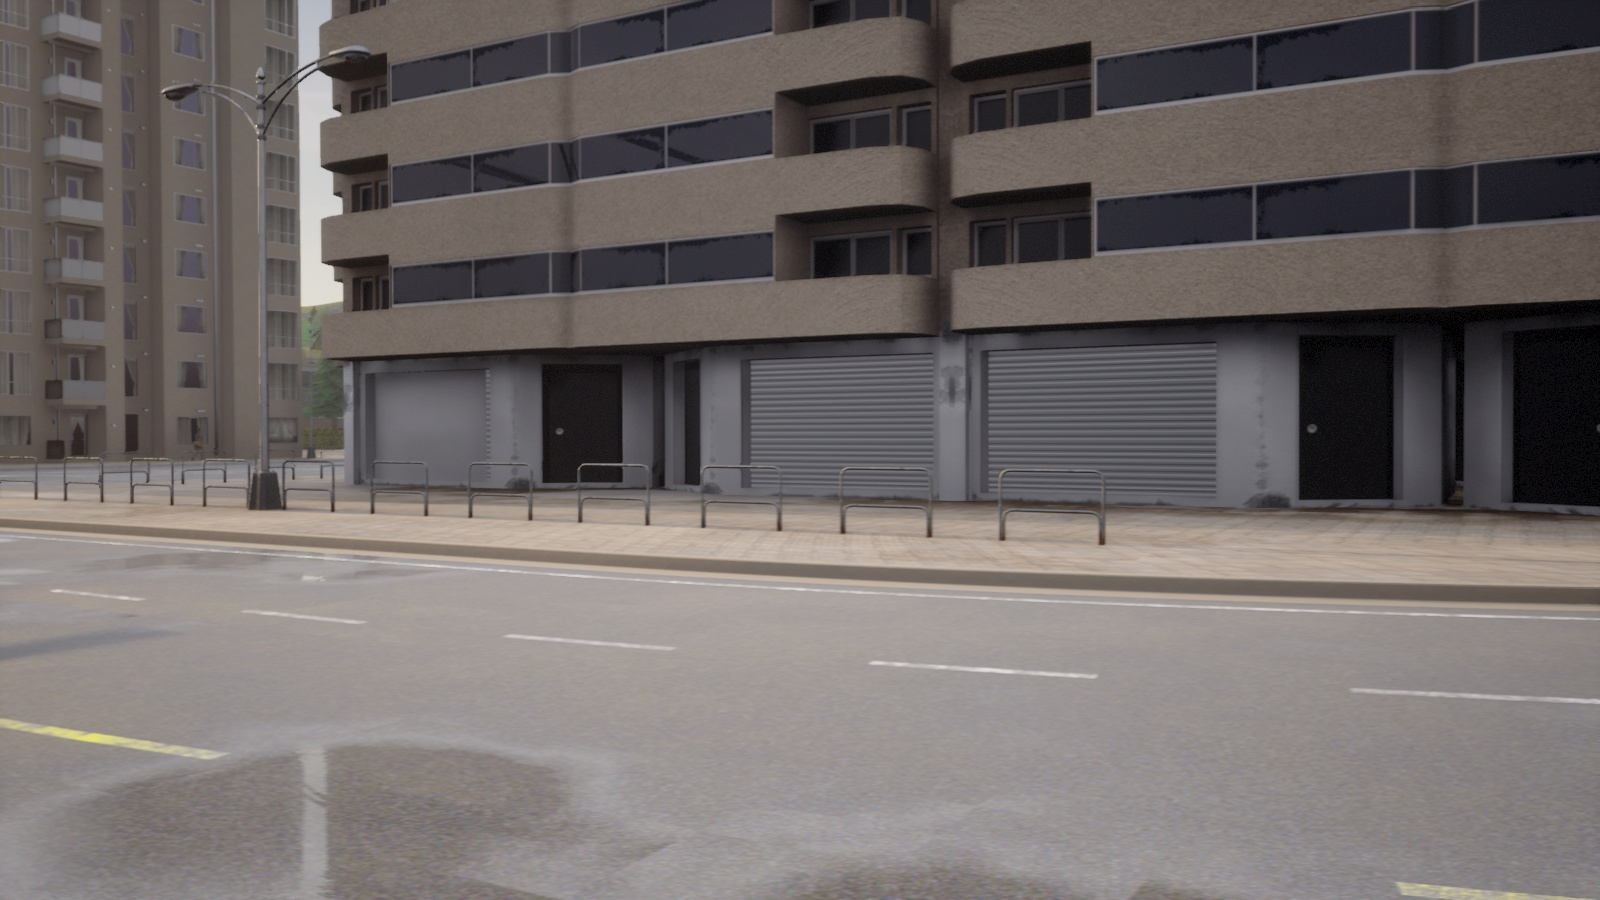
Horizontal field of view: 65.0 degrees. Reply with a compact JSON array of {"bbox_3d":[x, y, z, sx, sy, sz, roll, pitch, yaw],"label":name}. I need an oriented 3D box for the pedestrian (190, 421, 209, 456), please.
[{"bbox_3d":[-31.951,-0.589,66.806,0.540,1.848,0.694,1,1,28],"label":"pedestrian"}]
